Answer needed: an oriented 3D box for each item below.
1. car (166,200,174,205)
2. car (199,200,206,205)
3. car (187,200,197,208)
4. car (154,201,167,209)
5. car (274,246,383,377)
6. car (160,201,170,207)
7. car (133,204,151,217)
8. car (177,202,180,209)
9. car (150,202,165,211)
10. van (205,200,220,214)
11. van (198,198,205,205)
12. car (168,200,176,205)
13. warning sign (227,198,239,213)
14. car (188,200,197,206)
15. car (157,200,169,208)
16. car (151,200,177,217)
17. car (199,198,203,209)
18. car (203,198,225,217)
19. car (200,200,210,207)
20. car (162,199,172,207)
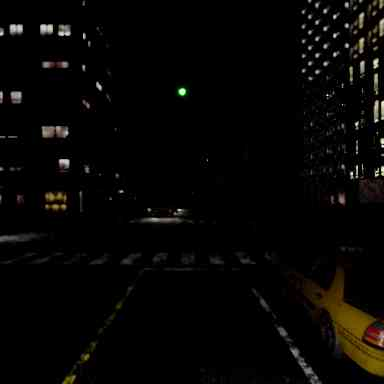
[{"bbox_3d":[-5.671,2.746,87.692,1.752,1.417,4.829,0,-1,0],"label":"car"},{"bbox_3d":[2.709,2.752,88.030,1.752,1.417,4.829,0,-1,0],"label":"car"},{"bbox_3d":[0.016,2.393,66.900,1.882,1.535,5.008,0,-1,0],"label":"car"},{"bbox_3d":[-5.679,2.362,60.230,1.887,1.381,4.507,0,-1,0],"label":"car"},{"bbox_3d":[2.688,1.603,5.885,1.752,1.417,4.829,0,-1,0],"label":"car"},{"bbox_3d":[-5.676,2.560,71.283,1.802,1.307,4.206,0,-1,0],"label":"car"},{"bbox_3d":[-5.684,2.056,38.127,2.008,1.369,4.403,0,-1,0],"label":"car"},{"bbox_3d":[-3.079,2.160,47.380,1.812,1.442,4.674,0,-1,0],"label":"car"},{"bbox_3d":[-5.680,2.289,54.705,2.008,1.369,4.403,0,-1,0],"label":"car"},{"bbox_3d":[2.696,1.923,43.653,1.690,1.788,3.998,0,-1,0],"label":"van"},{"bbox_3d":[2.709,2.648,93.388,1.690,1.788,3.998,0,-1,0],"label":"van"},{"bbox_3d":[-5.670,2.851,93.387,1.887,1.381,4.507,0,-1,0],"label":"car"},{"bbox_3d":[5.083,1.666,41.387,1.300,1.860,1.060,0,-1,0],"label":"warning sign"},{"bbox_3d":[0.020,2.520,77.317,2.033,1.411,5.357,0,-1,0],"label":"car"},{"bbox_3d":[-5.678,2.338,65.759,1.967,1.590,4.097,0,-1,0],"label":"car"},{"bbox_3d":[-3.091,1.976,37.597,1.882,1.535,5.008,0,-1,0],"label":"car"},{"bbox_3d":[2.700,2.133,60.232,2.192,1.841,5.009,0,-1,0],"label":"car"},{"bbox_3d":[2.695,1.821,38.128,2.192,1.841,5.009,0,-1,0],"label":"car"},{"bbox_3d":[2.704,2.524,71.281,1.887,1.381,4.507,0,-1,0],"label":"car"},{"bbox_3d":[-5.675,2.499,76.811,1.967,1.590,4.097,0,-1,0],"label":"car"}]
